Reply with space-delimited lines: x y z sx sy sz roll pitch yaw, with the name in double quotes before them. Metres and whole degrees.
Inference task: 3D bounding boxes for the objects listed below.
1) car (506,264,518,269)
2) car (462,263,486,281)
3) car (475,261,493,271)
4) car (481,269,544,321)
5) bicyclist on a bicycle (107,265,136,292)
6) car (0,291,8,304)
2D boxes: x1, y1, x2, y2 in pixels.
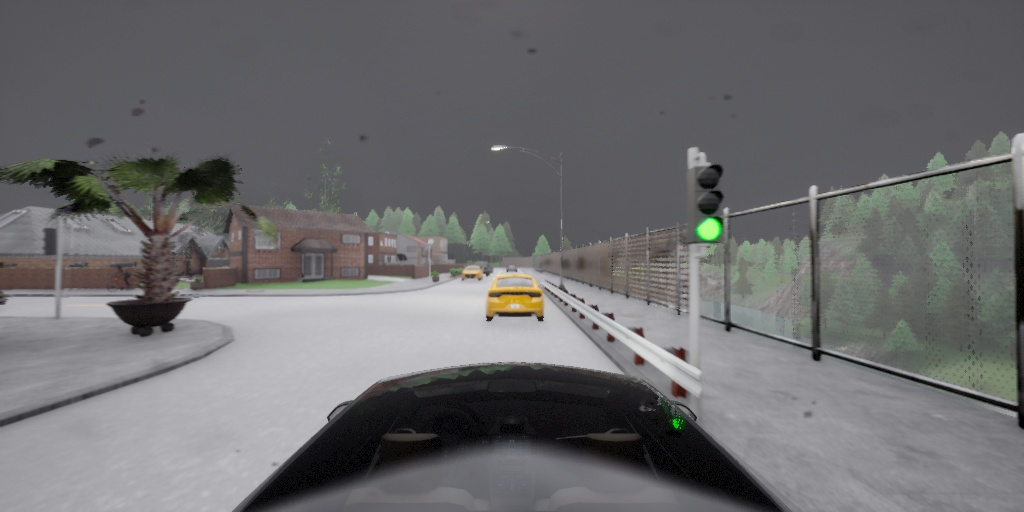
"car" -0.010 2.219 62.946 1.994 1.385 4.181 0 -1 0
"car" -4.105 1.760 37.688 1.882 1.535 5.008 0 -1 0
"car" -4.087 1.651 47.635 2.150 2.045 5.566 0 -1 0
"car" 0.096 1.399 13.310 1.882 1.535 5.008 0 -1 0
"bicyclist on a bicycle" -24.290 1.405 22.315 0.582 1.620 1.656 0 -1 0
"car" -23.359 1.479 13.917 5.357 1.411 2.033 0 -1 0
